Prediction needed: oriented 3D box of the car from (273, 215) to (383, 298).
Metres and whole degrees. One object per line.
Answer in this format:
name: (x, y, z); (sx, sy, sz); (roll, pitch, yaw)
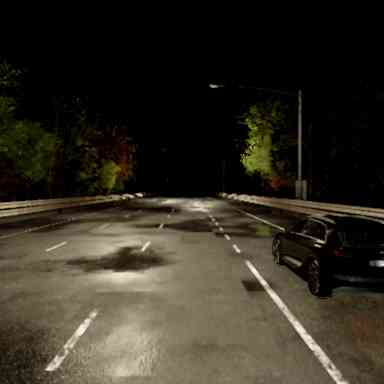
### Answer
car: (3.476, 1.368, 8.367); (2.033, 1.649, 4.856); (0, 0, -1)
